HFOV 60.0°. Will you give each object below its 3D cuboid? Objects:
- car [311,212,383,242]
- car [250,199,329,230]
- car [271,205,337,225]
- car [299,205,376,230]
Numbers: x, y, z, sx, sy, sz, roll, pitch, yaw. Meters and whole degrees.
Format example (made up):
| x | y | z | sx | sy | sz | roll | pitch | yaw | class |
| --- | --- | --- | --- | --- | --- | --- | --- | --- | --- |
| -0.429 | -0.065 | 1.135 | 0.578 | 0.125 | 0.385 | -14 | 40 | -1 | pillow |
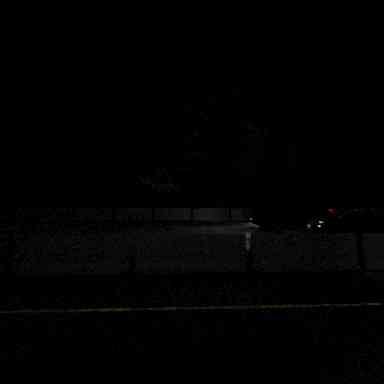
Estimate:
| x | y | z | sx | sy | sz | roll | pitch | yaw | class |
| --- | --- | --- | --- | --- | --- | --- | --- | --- | --- |
| 8.599 | 1.795 | 16.138 | 4.718 | 1.301 | 1.895 | 0 | -1 | -4 | car |
| 6.858 | 1.498 | 23.039 | 5.566 | 2.045 | 2.150 | 0 | -1 | -4 | car |
| 8.873 | 1.841 | 26.681 | 4.674 | 1.442 | 1.812 | 0 | -1 | -4 | car |
| 9.321 | 1.725 | 19.696 | 4.902 | 1.511 | 2.128 | 0 | -1 | -4 | car |
